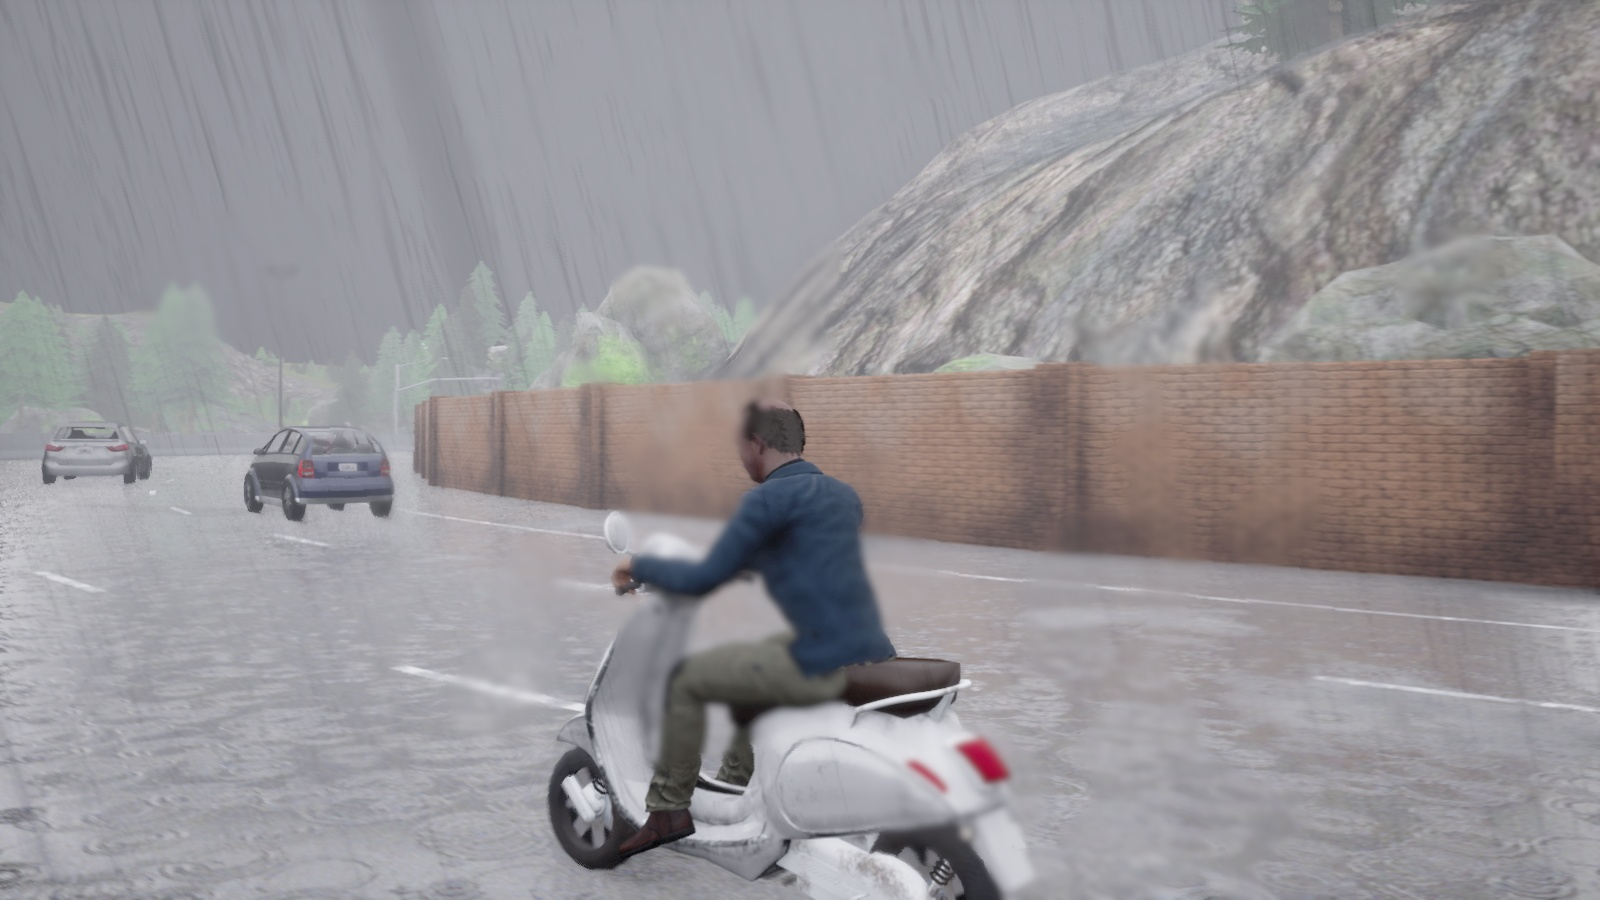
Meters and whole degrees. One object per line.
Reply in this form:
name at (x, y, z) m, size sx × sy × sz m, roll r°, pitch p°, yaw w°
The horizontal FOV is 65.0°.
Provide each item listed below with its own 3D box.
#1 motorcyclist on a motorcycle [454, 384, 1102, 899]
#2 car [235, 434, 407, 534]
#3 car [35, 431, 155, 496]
motorcyclist on a motorcycle at (-0.115, 0.642, 3.828) m, size 1.817 × 1.590 × 0.866 m, roll 0°, pitch 0°, yaw 36°
car at (-8.372, 0.521, 21.783) m, size 1.789 × 1.549 × 3.705 m, roll -1°, pitch 1°, yaw -37°
car at (-19.448, 0.320, 34.867) m, size 2.242 × 1.667 × 4.611 m, roll -1°, pitch 1°, yaw -21°
